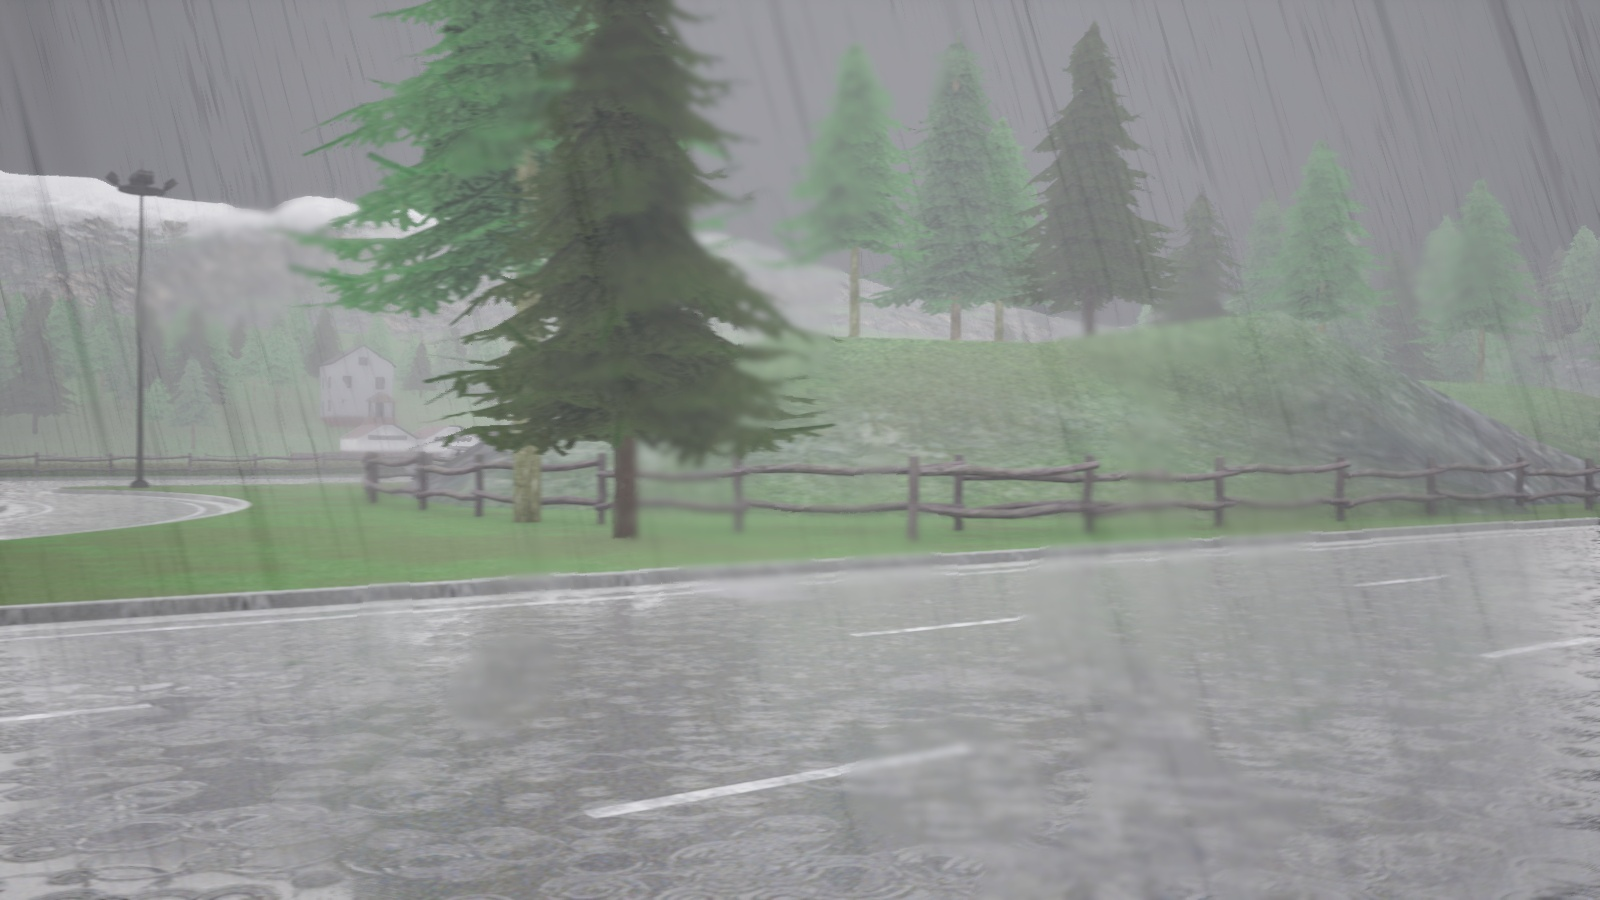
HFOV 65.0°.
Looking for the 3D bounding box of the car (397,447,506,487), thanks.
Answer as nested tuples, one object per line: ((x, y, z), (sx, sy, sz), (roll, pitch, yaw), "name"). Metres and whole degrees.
((-16.593, 0.793, 59.829), (4.605, 1.855, 1.932), (0, 0, -35), "car")
